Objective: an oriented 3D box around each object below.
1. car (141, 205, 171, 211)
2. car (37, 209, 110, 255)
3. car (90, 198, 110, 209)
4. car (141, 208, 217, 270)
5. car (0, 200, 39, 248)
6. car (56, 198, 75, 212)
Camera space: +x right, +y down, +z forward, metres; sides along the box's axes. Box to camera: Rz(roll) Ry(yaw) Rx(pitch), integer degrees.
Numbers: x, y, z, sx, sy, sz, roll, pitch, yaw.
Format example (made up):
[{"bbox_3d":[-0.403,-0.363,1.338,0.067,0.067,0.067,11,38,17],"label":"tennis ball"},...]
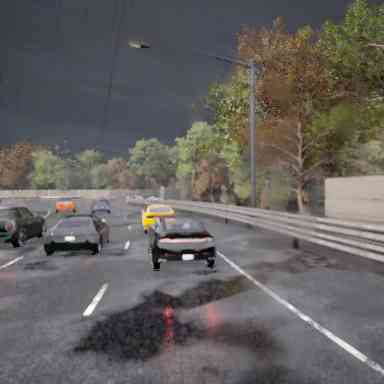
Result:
[{"bbox_3d":[-2.042,1.526,20.250,1.882,1.535,5.008,0,0,-10],"label":"car"},{"bbox_3d":[-4.558,1.611,13.706,1.994,1.385,4.181,0,0,-7],"label":"car"},{"bbox_3d":[-10.280,1.666,37.259,2.033,1.411,5.357,0,0,-20],"label":"car"},{"bbox_3d":[-0.494,1.515,11.184,2.128,1.511,4.902,0,0,-9],"label":"car"},{"bbox_3d":[-8.277,1.419,15.172,2.097,1.767,4.553,0,0,-8],"label":"car"},{"bbox_3d":[-15.498,1.502,40.709,2.097,1.767,4.553,0,0,-23],"label":"car"}]
